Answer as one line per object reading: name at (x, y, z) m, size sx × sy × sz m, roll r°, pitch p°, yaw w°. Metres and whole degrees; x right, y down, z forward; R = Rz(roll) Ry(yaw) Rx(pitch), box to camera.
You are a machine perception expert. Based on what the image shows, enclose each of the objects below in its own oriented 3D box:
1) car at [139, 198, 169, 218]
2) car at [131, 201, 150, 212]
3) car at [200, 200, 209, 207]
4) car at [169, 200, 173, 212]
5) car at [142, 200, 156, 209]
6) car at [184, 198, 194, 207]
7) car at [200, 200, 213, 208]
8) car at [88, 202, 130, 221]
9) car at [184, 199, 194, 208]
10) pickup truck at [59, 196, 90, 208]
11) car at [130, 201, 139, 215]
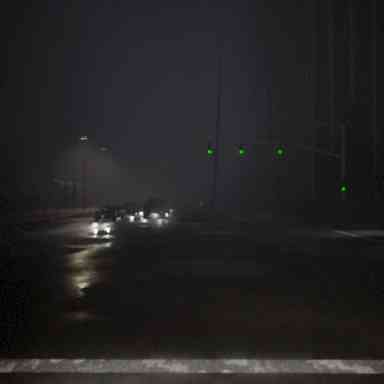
car at (-4.070, 1.676, 36.669) m, size 2.150 × 2.045 × 5.566 m, roll 0°, pitch -1°, yaw 0°
car at (-7.659, 2.110, 49.892) m, size 2.128 × 1.511 × 4.902 m, roll 0°, pitch -1°, yaw 0°
car at (2.772, 2.431, 73.323) m, size 1.812 × 1.442 × 4.674 m, roll 0°, pitch -1°, yaw 0°
car at (-4.134, 2.179, 46.611) m, size 1.895 × 1.301 × 4.718 m, roll 0°, pitch -1°, yaw 0°
car at (-7.693, 2.219, 59.844) m, size 1.882 × 1.535 × 5.008 m, roll 0°, pitch -1°, yaw 0°
car at (-0.729, 2.265, 73.580) m, size 2.097 × 1.767 × 4.553 m, roll 0°, pitch -1°, yaw 0°
car at (2.944, 2.270, 62.939) m, size 2.128 × 1.511 × 4.902 m, roll 0°, pitch -1°, yaw 0°
car at (-7.605, 1.878, 31.043) m, size 2.128 × 1.511 × 4.902 m, roll 0°, pitch -1°, yaw 2°
car at (-0.558, 2.386, 63.430) m, size 1.895 × 1.301 × 4.718 m, roll 0°, pitch -1°, yaw 0°
pickup truck at (-20.745, 1.782, 58.235) m, size 2.390 × 2.098 × 6.274 m, roll 0°, pitch -1°, yaw 30°
car at (-7.597, 1.979, 40.345) m, size 1.882 × 1.535 × 5.008 m, roll 0°, pitch -1°, yaw 0°
